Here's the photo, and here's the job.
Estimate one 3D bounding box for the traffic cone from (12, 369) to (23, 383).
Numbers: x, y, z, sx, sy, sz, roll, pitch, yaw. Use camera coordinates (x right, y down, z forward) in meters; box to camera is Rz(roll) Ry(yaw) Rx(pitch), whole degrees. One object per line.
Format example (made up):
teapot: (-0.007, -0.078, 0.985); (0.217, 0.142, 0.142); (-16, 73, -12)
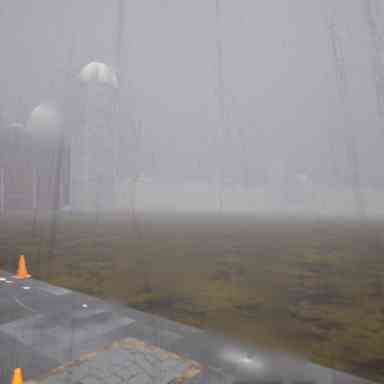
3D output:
traffic cone: (-1.666, 1.986, 3.166); (0.340, 0.580, 0.340); (0, -1, 37)

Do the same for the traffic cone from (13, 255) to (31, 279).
traffic cone: (-4.669, 2.040, 9.163); (0.340, 0.580, 0.340); (0, -1, 37)
